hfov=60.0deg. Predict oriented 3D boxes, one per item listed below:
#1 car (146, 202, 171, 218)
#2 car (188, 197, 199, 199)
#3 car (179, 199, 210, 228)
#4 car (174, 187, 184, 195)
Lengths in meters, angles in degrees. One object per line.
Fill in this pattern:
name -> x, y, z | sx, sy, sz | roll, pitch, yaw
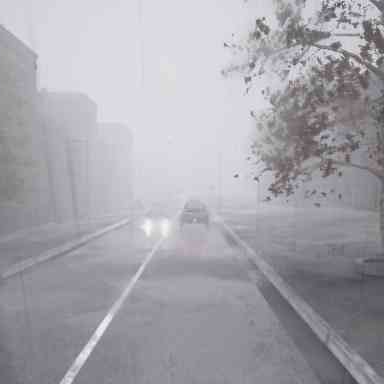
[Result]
car -> -2.994, 1.596, 30.440 | 1.895, 1.301, 4.718 | 0, 0, 0
car -> 0.244, 1.351, 42.390 | 2.128, 1.511, 4.902 | 0, 1, 0
car -> 0.175, 1.488, 22.290 | 2.128, 1.511, 4.902 | 0, 0, 0
car -> -2.757, -0.280, 71.648 | 1.837, 1.490, 4.892 | 0, 4, 0
